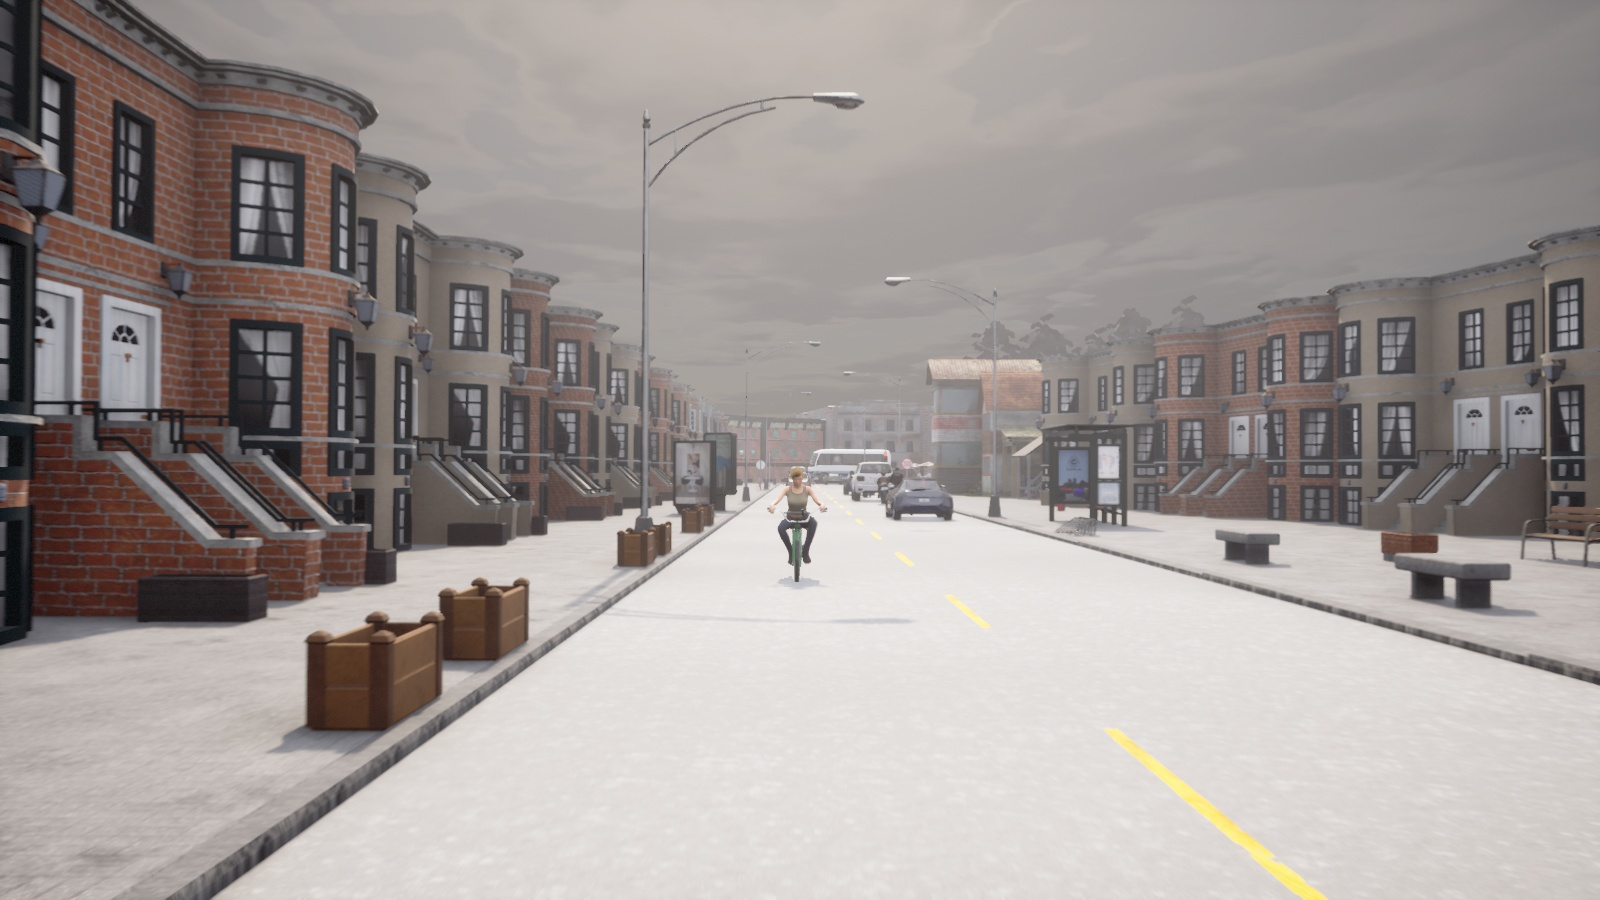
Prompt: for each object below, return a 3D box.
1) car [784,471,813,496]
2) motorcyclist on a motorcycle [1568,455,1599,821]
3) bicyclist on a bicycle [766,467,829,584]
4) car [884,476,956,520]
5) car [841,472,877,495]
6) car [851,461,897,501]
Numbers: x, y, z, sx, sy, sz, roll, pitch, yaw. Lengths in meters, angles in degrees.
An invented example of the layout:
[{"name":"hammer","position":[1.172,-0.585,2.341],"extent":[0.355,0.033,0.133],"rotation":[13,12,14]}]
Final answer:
[{"name":"car","position":[-0.088,2.137,80.236],"extent":[1.789,1.549,3.705],"rotation":[0,-1,0]},{"name":"motorcyclist on a motorcycle","position":[3.987,0.827,4.693],"extent":[0.766,1.649,2.350],"rotation":[0,-1,0]},{"name":"bicyclist on a bicycle","position":[-0.031,1.053,18.025],"extent":[0.866,1.612,1.509],"rotation":[0,-1,0]},{"name":"car","position":[3.945,1.564,41.860],"extent":[1.994,1.385,4.181],"rotation":[0,-1,0]},{"name":"car","position":[3.906,2.194,83.328],"extent":[2.163,1.488,4.792],"rotation":[0,-1,0]},{"name":"car","position":[3.921,1.643,67.214],"extent":[2.150,2.045,5.566],"rotation":[0,-1,0]}]
